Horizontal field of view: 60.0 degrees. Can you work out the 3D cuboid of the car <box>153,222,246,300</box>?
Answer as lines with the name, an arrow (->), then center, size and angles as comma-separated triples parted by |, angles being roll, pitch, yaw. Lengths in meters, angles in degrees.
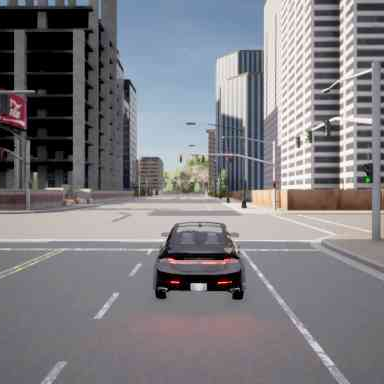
car -> 0.200, 1.492, 8.403 | 2.128, 1.511, 4.902 | 0, 0, 2
